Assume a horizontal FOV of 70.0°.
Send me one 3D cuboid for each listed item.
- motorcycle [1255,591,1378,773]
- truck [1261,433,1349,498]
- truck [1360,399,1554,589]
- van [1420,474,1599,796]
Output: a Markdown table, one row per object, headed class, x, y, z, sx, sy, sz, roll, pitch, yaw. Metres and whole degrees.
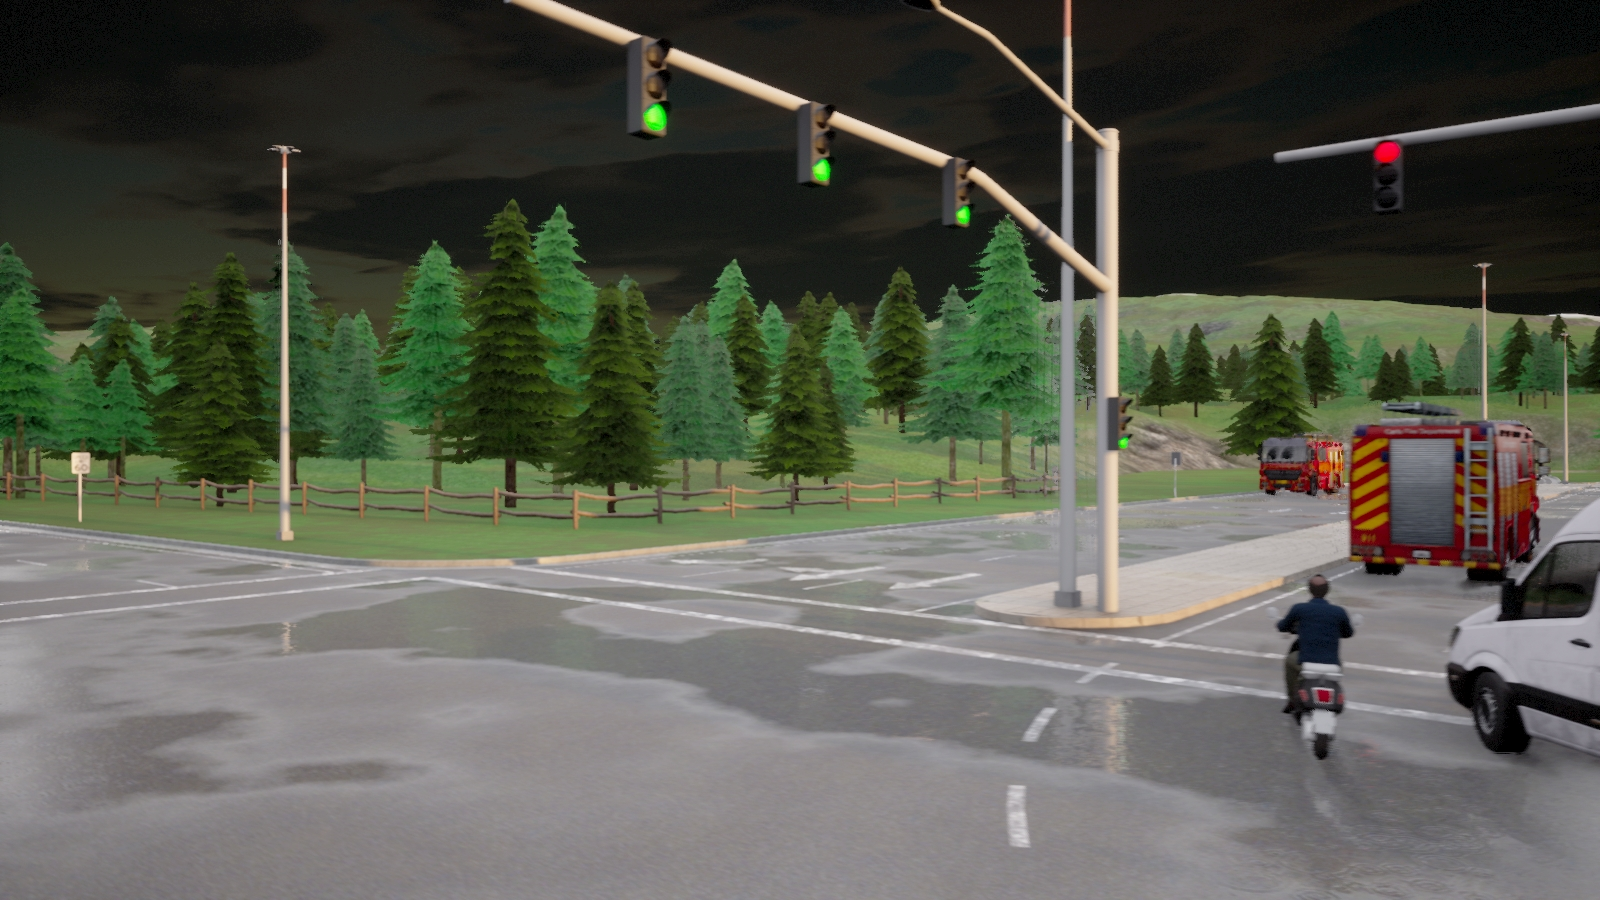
| class | x | y | z | sx | sy | sz | roll | pitch | yaw |
| --- | --- | --- | --- | --- | --- | --- | --- | --- | --- |
| motorcycle | 4.898 | 2.143 | 10.946 | 0.856 | 1.316 | 1.805 | 2 | 1 | 19 |
| truck | 31.683 | 0.894 | 71.537 | 2.891 | 3.827 | 8.468 | 0 | 0 | 39 |
| truck | 15.869 | 0.891 | 27.227 | 2.891 | 3.827 | 8.468 | 0 | 0 | 38 |
| van | 7.536 | 1.534 | 8.791 | 1.988 | 2.561 | 5.915 | 0 | 0 | -4 |
